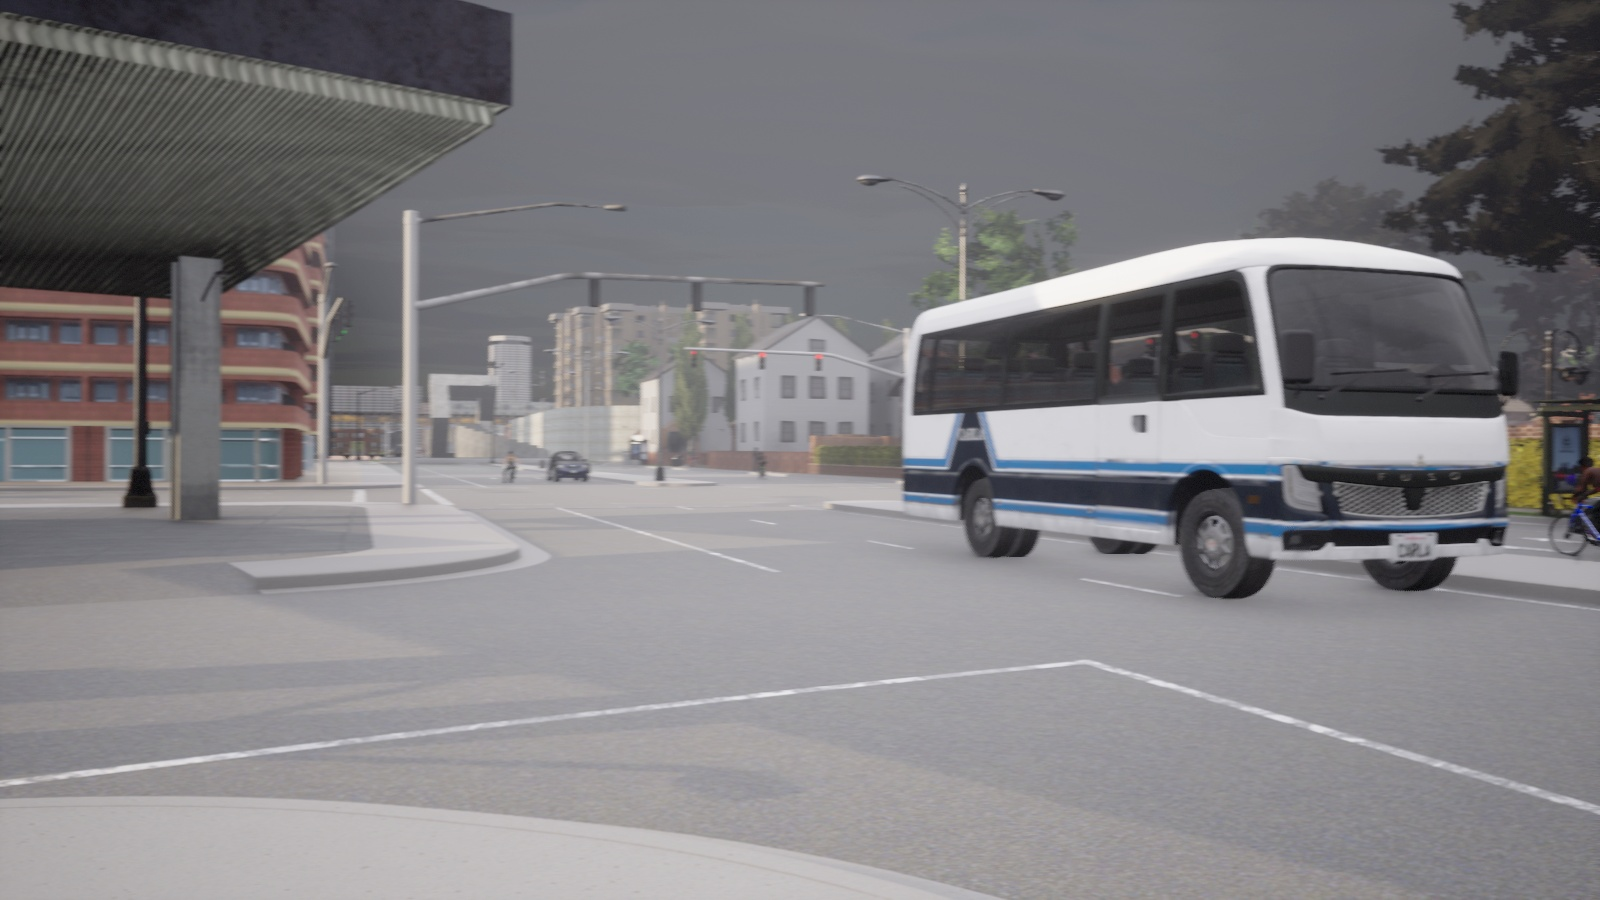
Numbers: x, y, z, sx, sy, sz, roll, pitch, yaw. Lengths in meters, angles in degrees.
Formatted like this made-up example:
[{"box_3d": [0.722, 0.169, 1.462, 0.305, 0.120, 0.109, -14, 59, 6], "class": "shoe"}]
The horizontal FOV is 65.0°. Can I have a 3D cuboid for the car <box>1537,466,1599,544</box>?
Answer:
[{"box_3d": [15.547, 0.999, 22.042, 1.994, 1.385, 4.181, 0, 0, -20], "class": "car"}]

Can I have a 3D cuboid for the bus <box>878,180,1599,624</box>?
[{"box_3d": [4.956, -0.453, 17.521, 3.944, 4.253, 10.273, 0, 0, -20], "class": "bus"}]

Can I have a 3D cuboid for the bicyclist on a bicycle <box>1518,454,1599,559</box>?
[{"box_3d": [12.498, 0.884, 20.186, 0.582, 1.620, 1.656, 0, 0, -20], "class": "bicyclist on a bicycle"}]

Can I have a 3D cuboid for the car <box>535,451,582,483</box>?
[{"box_3d": [-12.865, 0.885, 66.796, 1.851, 1.617, 3.988, 0, 0, -20], "class": "car"}]
